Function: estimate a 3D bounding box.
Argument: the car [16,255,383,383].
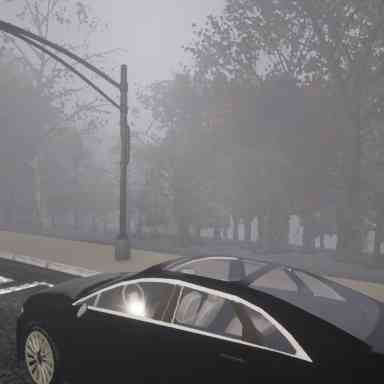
[{"bbox_3d":[-0.006,1.491,3.705,4.902,1.511,2.128,0,0,34],"label":"car"}]
